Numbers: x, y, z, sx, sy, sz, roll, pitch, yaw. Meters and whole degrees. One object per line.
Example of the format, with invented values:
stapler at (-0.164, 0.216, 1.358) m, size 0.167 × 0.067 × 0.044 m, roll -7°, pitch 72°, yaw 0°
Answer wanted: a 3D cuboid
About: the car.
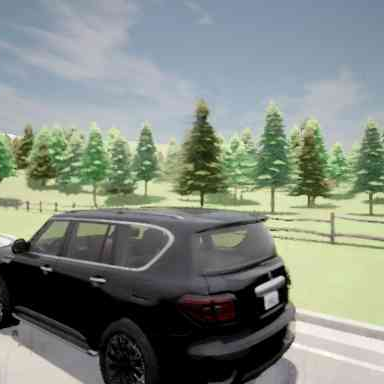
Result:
car at (-1.227, 1.253, 5.240) m, size 5.566 × 2.045 × 2.150 m, roll 0°, pitch 0°, yaw 39°
